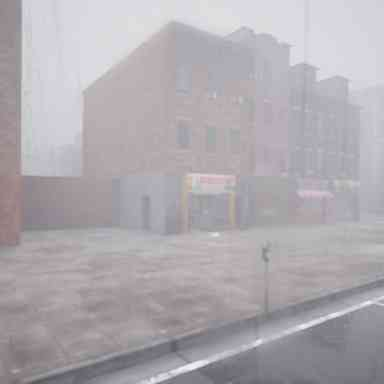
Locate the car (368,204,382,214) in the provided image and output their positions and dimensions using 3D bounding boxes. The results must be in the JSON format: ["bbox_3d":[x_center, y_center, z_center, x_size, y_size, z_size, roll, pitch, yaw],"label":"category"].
[{"bbox_3d":[23.567,2.057,40.043,1.994,1.385,4.181,1,0,-35],"label":"car"}]
